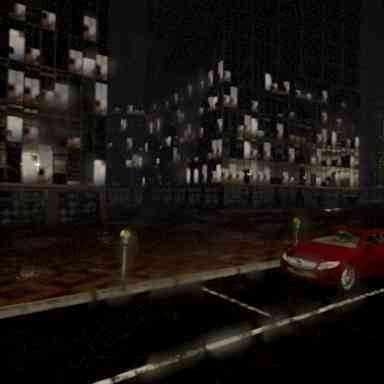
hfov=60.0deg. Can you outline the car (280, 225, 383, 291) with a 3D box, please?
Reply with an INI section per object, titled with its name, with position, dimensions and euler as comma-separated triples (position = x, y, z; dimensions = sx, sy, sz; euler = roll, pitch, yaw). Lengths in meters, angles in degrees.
[car]
position = 4.231, 1.578, 8.924
dimensions = 4.206, 1.307, 1.802
euler = 0, 1, -34
